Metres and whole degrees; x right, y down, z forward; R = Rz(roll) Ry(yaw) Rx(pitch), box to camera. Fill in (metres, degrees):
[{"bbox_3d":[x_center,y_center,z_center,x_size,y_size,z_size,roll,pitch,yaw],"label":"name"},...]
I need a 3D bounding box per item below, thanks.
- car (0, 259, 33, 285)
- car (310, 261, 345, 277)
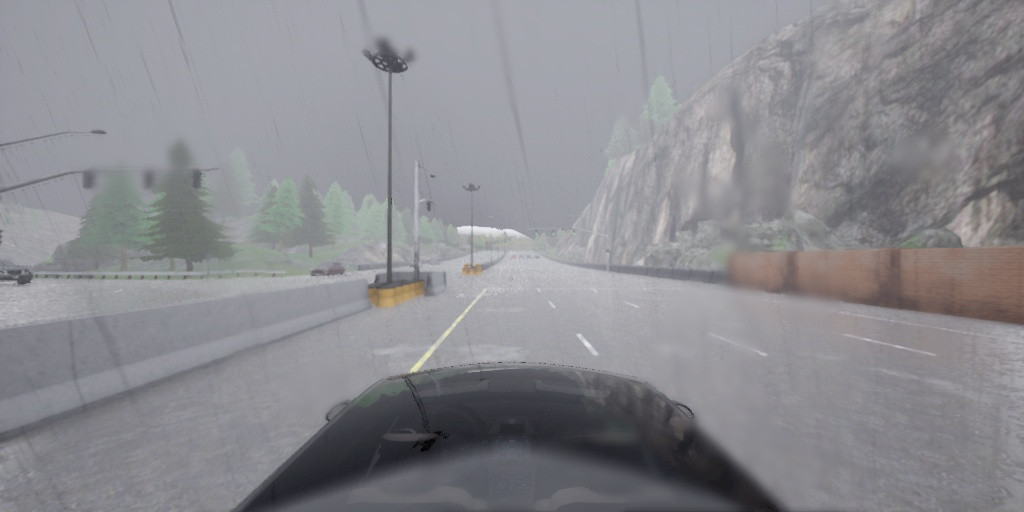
[{"bbox_3d":[-39.746,1.206,27.196,5.566,2.045,2.150,0,-1,9],"label":"car"},{"bbox_3d":[-21.016,1.449,41.031,2.097,1.767,4.553,0,-1,0],"label":"car"}]
